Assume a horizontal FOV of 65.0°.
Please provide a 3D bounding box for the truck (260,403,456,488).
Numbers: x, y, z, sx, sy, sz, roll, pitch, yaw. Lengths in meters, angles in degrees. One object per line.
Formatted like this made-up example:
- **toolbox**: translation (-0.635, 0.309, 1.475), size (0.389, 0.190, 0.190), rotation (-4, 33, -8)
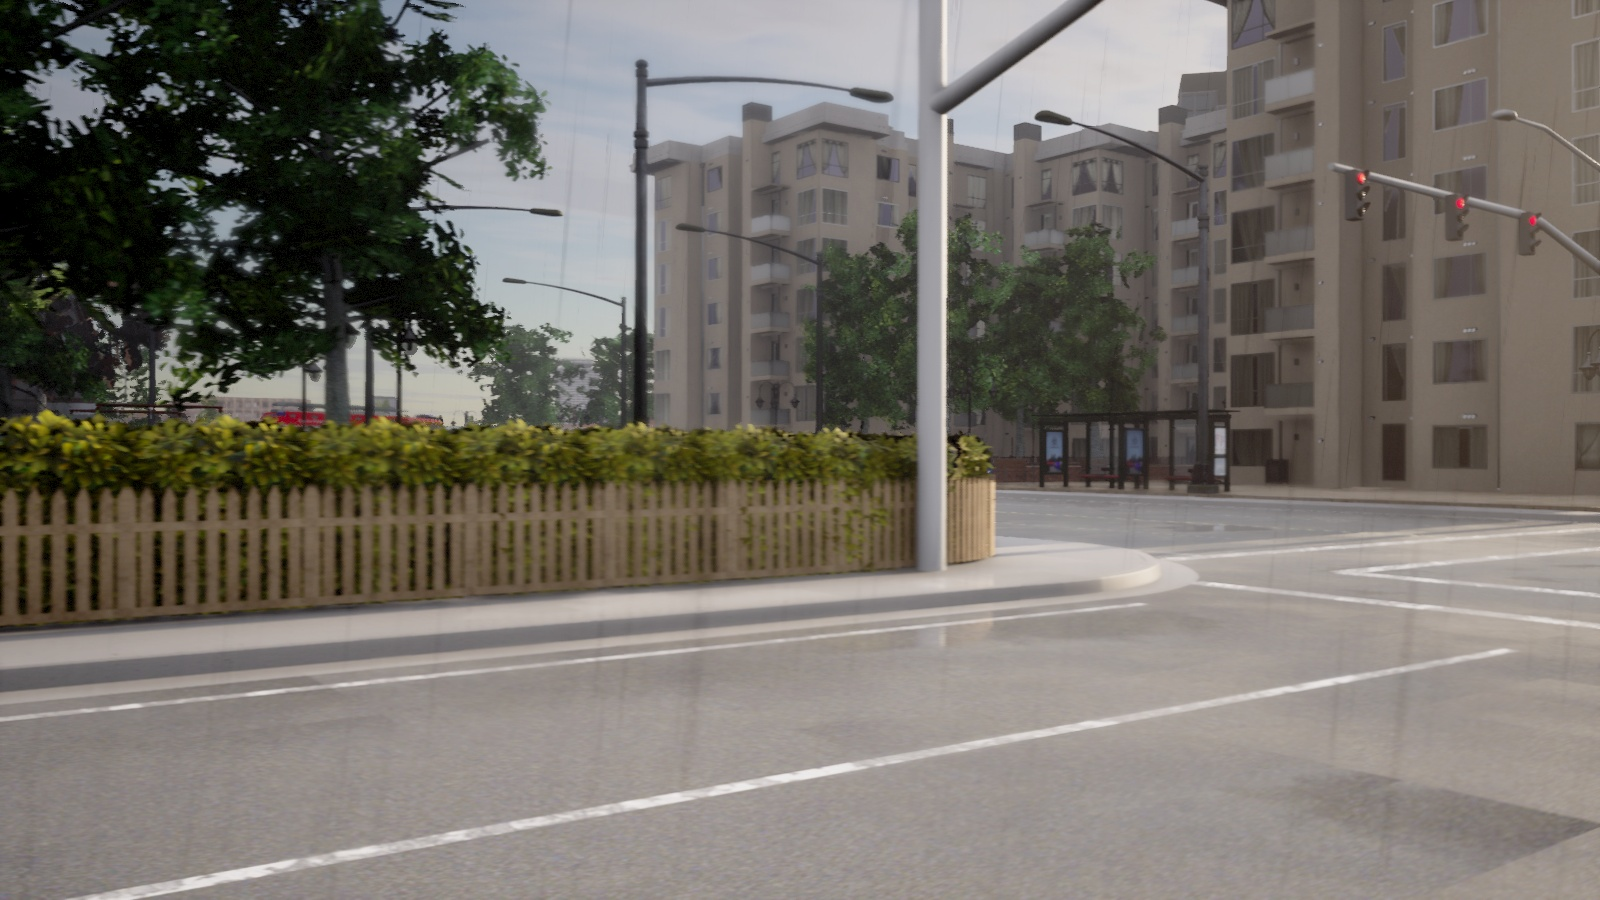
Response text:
- **truck**: translation (-21.464, -0.129, 61.339), size (8.468, 3.827, 2.891), rotation (2, -2, -39)
